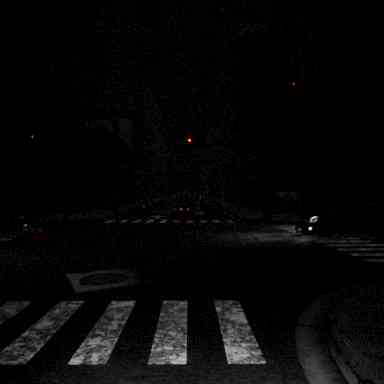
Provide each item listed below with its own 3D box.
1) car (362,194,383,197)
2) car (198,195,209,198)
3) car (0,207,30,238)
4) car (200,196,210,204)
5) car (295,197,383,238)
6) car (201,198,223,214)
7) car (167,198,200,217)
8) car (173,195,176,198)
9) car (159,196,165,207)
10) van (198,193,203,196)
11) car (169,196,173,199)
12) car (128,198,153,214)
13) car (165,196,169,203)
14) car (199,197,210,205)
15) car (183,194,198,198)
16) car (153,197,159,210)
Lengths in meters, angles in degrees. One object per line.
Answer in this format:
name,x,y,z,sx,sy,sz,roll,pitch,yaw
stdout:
car,11.462,1.180,20.663,5.566,2.045,2.150,0,0,0
car,2.341,1.637,52.685,1.947,1.339,4.313,0,0,0
car,-11.082,1.534,17.320,4.902,1.511,2.128,0,0,0
car,2.336,1.641,47.175,1.802,1.307,4.206,0,0,0
car,7.699,1.319,17.079,4.553,1.767,2.097,0,0,-5
car,2.326,1.606,36.152,1.947,1.339,4.313,0,0,0
car,-0.679,1.580,31.871,2.033,1.411,5.357,0,0,6
car,-5.658,1.694,80.246,2.008,1.369,4.403,0,0,0
car,-5.684,1.653,52.692,1.802,1.307,4.206,0,0,0
van,2.346,1.424,58.196,1.690,1.788,3.998,0,0,0
car,-5.668,1.552,69.225,1.967,1.590,4.097,0,0,0
car,-5.699,1.480,36.160,1.967,1.590,4.097,0,0,0
car,-5.678,1.634,58.203,2.008,1.369,4.403,0,0,0
car,2.351,1.647,63.706,2.008,1.369,4.403,0,0,0
car,-0.286,1.601,63.301,1.837,1.490,4.892,0,0,0
car,-5.694,1.490,41.671,1.967,1.590,4.097,0,0,0
